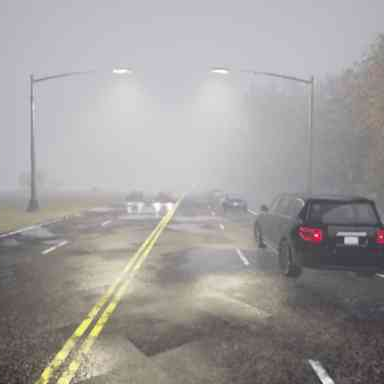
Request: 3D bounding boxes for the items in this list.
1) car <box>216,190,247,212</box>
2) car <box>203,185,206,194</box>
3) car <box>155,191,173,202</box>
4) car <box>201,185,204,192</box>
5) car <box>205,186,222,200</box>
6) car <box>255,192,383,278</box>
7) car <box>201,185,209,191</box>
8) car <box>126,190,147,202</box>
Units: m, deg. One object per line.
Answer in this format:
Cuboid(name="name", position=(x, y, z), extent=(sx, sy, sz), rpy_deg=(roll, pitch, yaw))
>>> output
Cuboid(name="car", position=(3.376, 0.834, 27.732), extent=(1.994, 1.385, 4.181), rpy_deg=(2, 2, 0))
Cuboid(name="car", position=(3.356, 0.002, 56.125), extent=(1.812, 1.442, 4.674), rpy_deg=(1, 3, 0))
Cuboid(name="car", position=(-3.312, 0.512, 40.423), extent=(1.895, 1.301, 4.718), rpy_deg=(0, 2, 0))
Cuboid(name="car", position=(3.406, -0.300, 67.135), extent=(2.033, 1.411, 5.357), rpy_deg=(1, 1, 0))
Cuboid(name="car", position=(3.313, 0.217, 45.144), extent=(2.033, 1.649, 4.856), rpy_deg=(1, 0, 0))
Cuboid(name="car", position=(3.368, 1.022, 9.768), extent=(2.150, 2.045, 5.566), rpy_deg=(2, 2, -1))
Cuboid(name="car", position=(3.493, -0.985, 89.126), extent=(2.128, 1.511, 4.902), rpy_deg=(1, 0, 0))
Cuboid(name="car", position=(-6.561, 0.478, 39.535), extent=(1.994, 1.385, 4.181), rpy_deg=(0, 2, 0))
